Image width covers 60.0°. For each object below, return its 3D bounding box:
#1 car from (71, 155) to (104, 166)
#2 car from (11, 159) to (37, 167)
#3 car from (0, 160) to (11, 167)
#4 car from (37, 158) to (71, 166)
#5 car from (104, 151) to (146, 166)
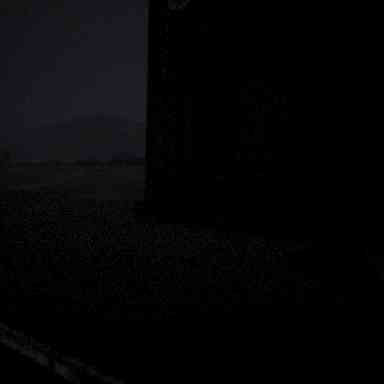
[{"bbox_3d":[-11.728,-3.593,39.909,4.553,1.767,2.185,2,1,26],"label":"car"},{"bbox_3d":[-21.637,-3.727,44.817,4.674,1.452,2.002,2,1,28],"label":"car"},{"bbox_3d":[-26.498,-3.876,47.427,4.792,1.488,2.163,2,1,29],"label":"car"},{"bbox_3d":[-16.807,-3.628,42.355,4.892,1.521,2.231,2,1,27],"label":"car"},{"bbox_3d":[-6.629,-3.536,37.567,5.566,2.045,2.435,2,1,25],"label":"car"}]
